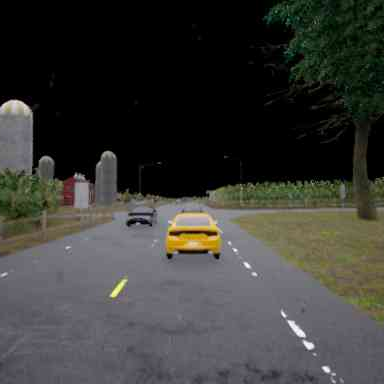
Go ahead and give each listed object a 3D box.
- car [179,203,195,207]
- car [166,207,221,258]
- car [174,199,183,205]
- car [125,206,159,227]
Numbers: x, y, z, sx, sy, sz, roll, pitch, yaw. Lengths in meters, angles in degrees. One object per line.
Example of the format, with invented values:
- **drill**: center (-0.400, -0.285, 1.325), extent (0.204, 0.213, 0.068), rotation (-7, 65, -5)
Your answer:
- **car**: center (0.029, 1.808, 26.907), extent (1.895, 1.301, 4.718), rotation (0, 0, 0)
- **car**: center (0.048, 1.577, 13.245), extent (1.882, 1.535, 5.008), rotation (0, -1, 0)
- **car**: center (-3.516, 2.579, 87.470), extent (1.837, 1.490, 4.892), rotation (0, -1, 0)
- **car**: center (-3.530, 1.735, 24.471), extent (2.033, 1.411, 5.357), rotation (0, 0, 0)
